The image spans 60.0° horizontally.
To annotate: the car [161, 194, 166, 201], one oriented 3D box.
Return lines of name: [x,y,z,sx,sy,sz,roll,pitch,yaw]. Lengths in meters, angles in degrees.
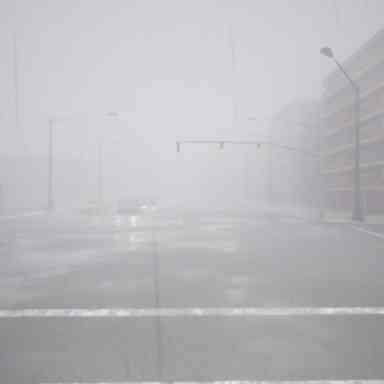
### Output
car: [-6.286,0.998,67.814,1.895,1.301,4.718,0,1,0]

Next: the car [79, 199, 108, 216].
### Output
car: [-9.903,1.491,33.684,1.882,1.535,5.008,0,1,0]

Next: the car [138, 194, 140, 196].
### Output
car: [-9.789,1.121,65.882,1.837,1.490,4.892,0,1,0]

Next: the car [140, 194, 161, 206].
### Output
car: [-6.362,1.319,51.296,1.837,1.490,4.892,0,0,0]

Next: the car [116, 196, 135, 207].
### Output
car: [-9.868,1.337,49.762,1.837,1.490,4.892,0,0,0]

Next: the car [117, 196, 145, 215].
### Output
car: [-6.404,1.513,34.112,1.837,1.490,4.892,0,0,0]
